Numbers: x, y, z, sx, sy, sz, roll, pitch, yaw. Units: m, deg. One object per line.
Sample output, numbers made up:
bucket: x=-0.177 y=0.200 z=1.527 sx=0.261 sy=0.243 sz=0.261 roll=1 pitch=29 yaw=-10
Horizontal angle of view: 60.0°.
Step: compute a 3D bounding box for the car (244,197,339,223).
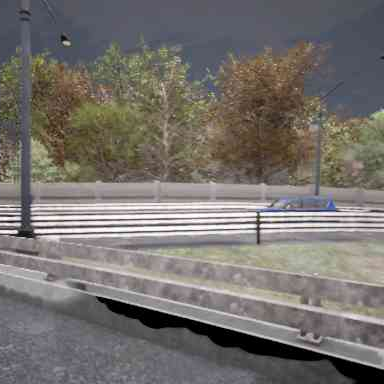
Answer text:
car: x=5.924 y=1.316 z=19.782 sx=5.566 sy=2.045 sz=2.150 roll=0 pitch=0 yaw=-12
